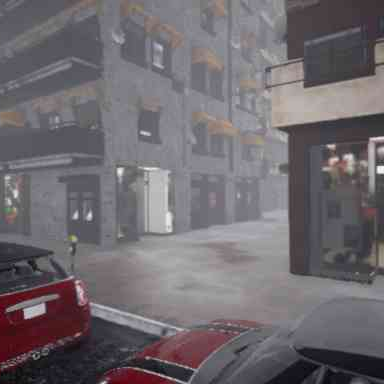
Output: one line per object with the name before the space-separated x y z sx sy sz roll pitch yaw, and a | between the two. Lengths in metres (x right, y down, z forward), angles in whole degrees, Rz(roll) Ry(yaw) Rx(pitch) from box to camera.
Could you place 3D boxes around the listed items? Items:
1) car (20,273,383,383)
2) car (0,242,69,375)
car | 1.042 1.442 1.976 4.097 1.590 1.967 -1 0 36
car | -3.510 1.515 5.227 4.097 1.590 1.967 -1 0 36
